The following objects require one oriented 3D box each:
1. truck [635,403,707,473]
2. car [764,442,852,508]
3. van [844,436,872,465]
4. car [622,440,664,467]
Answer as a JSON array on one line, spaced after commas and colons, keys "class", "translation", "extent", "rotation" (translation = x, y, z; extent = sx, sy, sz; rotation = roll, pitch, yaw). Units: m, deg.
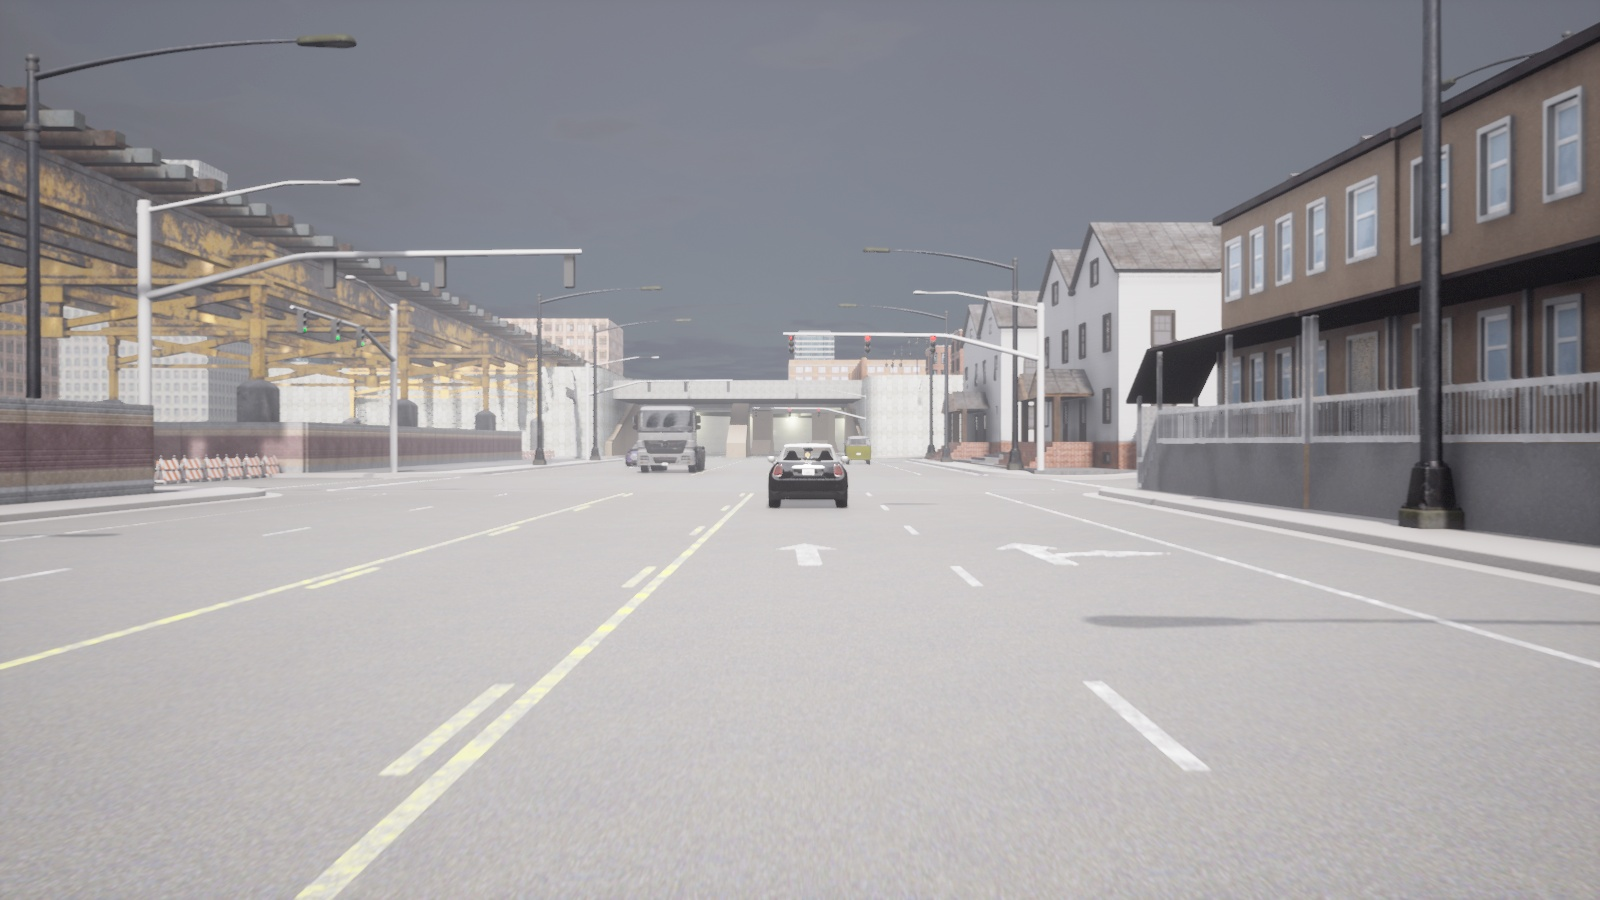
[{"class": "truck", "translation": [-6.597, -0.610, 65.487], "extent": [2.891, 3.462, 7.936], "rotation": [0, 0, 0]}, {"class": "car", "translation": [0.191, 0.543, 30.069], "extent": [1.970, 1.475, 3.806], "rotation": [0, 0, 0]}, {"class": "van", "translation": [4.032, 0.005, 88.125], "extent": [1.775, 1.987, 4.442], "rotation": [0, 0, 0]}, {"class": "car", "translation": [-10.013, 0.215, 80.529], "extent": [2.033, 1.649, 4.856], "rotation": [0, 0, 0]}]
